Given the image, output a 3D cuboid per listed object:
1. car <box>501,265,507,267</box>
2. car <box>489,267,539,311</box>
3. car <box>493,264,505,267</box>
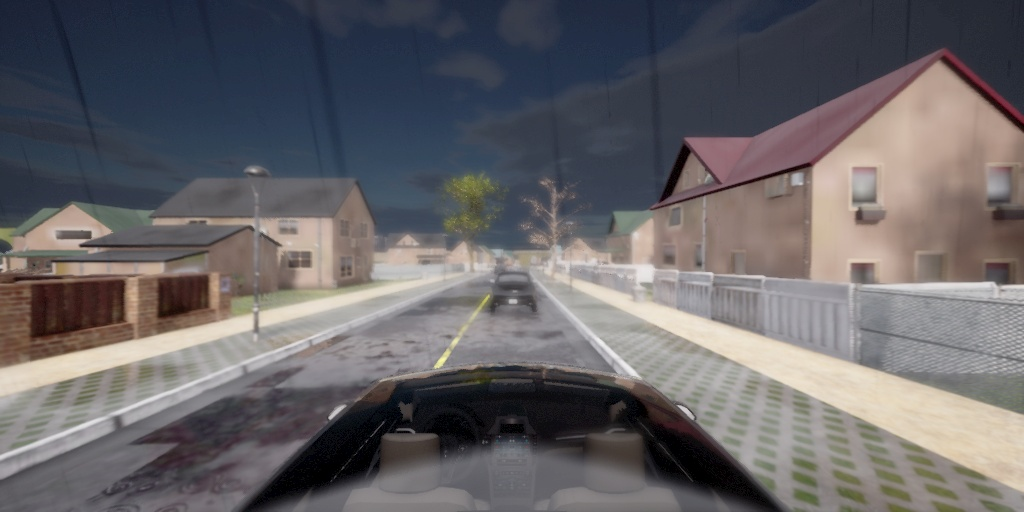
[{"bbox_3d":[0.275,1.669,30.064,1.895,1.301,4.718,0,-1,2],"label":"car"},{"bbox_3d":[0.079,1.399,15.339,1.837,1.490,4.892,0,0,1],"label":"car"},{"bbox_3d":[-1.799,1.963,56.491,1.837,1.490,4.892,0,-2,2],"label":"car"}]
